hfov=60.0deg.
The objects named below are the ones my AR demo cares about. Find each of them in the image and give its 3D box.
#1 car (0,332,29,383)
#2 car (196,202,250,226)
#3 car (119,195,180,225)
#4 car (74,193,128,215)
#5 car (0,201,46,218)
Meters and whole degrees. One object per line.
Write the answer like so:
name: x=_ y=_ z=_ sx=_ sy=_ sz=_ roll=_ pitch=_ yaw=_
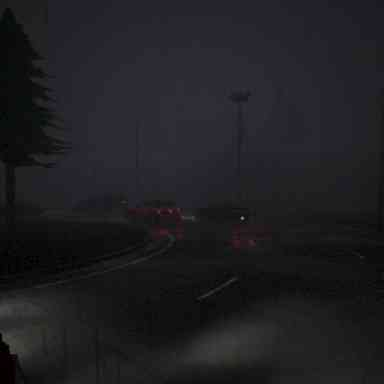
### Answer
car: x=-3.352 y=1.608 z=1.554 sx=4.718 sy=1.301 sz=1.895 roll=0 pitch=0 yaw=-31
car: x=2.031 y=1.425 z=23.254 sx=2.128 sy=1.511 sz=4.902 roll=0 pitch=0 yaw=-28
car: x=-2.900 y=1.300 z=23.680 sx=2.097 sy=1.767 sz=4.553 roll=-1 pitch=1 yaw=-42
car: x=-8.884 y=1.164 z=33.336 sx=5.566 sy=2.045 sz=2.150 roll=0 pitch=0 yaw=5
car: x=-15.299 y=1.498 z=29.019 sx=4.674 sy=1.442 sz=1.812 roll=0 pitch=0 yaw=-16
